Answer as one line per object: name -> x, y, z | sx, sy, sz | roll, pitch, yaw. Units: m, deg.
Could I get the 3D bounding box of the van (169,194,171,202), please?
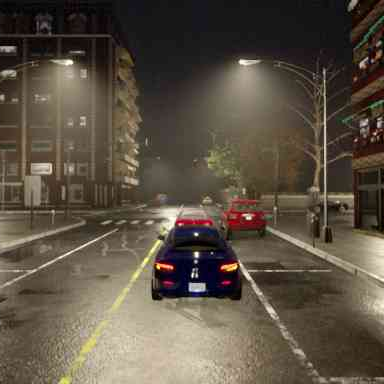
van -> -5.748, 1.382, 67.248 | 1.690, 1.788, 3.998 | 1, 0, 0

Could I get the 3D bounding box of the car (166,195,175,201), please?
car -> -5.777, 1.615, 89.403 | 2.008, 1.369, 4.403 | 1, 0, 0

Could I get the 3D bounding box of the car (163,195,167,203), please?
car -> -5.739, 1.613, 56.170 | 1.802, 1.307, 4.206 | 1, 0, 0

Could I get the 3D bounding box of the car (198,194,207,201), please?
car -> 2.614, 1.373, 83.865 | 2.192, 1.841, 5.009 | 1, 0, 0

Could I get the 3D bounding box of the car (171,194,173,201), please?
car -> -5.758, 1.628, 72.787 | 1.802, 1.307, 4.206 | 1, 0, 0

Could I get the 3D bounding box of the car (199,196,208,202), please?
car -> 2.616, 1.618, 78.327 | 1.947, 1.339, 4.313 | 1, 0, 0

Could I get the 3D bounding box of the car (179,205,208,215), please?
car -> 0.081, 1.607, 17.954 | 1.895, 1.301, 4.718 | 0, 0, 0

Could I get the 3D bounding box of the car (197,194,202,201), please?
car -> 2.622, 1.597, 72.788 | 2.008, 1.369, 4.403 | 1, 0, 0

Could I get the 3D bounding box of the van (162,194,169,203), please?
van -> -5.741, 1.377, 61.709 | 1.690, 1.788, 3.998 | 1, 0, 0

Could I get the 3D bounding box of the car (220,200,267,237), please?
car -> 2.688, 1.321, 18.144 | 2.192, 1.841, 5.009 | 1, 0, 0

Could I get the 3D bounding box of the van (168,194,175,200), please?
van -> -5.779, 1.412, 94.941 | 1.690, 1.788, 3.998 | 1, 0, 0

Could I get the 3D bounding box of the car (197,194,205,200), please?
car -> 2.602, 1.386, 94.940 | 2.192, 1.841, 5.009 | 1, 0, 0

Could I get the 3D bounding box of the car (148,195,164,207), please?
car -> -5.733, 1.609, 50.633 | 1.802, 1.307, 4.206 | 1, 0, 0

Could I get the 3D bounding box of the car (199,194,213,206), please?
car -> 2.641, 1.557, 56.344 | 1.752, 1.417, 4.829 | 1, 0, 0

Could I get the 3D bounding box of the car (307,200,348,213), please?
car -> 15.172, 1.605, 37.190 | 4.313, 1.339, 1.947 | 0, -1, 0

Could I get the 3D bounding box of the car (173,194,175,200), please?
car -> -5.764, 1.603, 78.325 | 2.008, 1.369, 4.403 | 1, 0, 0

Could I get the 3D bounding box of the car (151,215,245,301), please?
car -> 0.092, 1.528, 8.211 | 1.812, 1.442, 4.674 | 0, 0, 0
